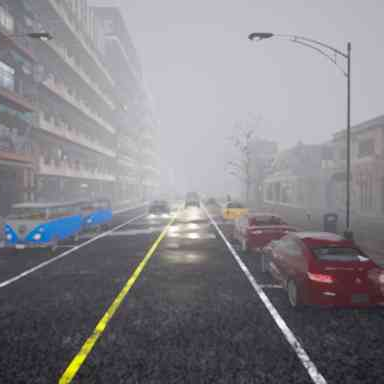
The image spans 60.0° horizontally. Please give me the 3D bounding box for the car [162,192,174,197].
[{"bbox_3d":[-5.665,0.975,70.071,2.192,1.841,5.009,0,0,0],"label":"car"}]

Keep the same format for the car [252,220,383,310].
[{"bbox_3d":[2.690,1.539,7.402,1.802,1.307,4.206,0,0,0],"label":"car"}]

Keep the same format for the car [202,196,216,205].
[{"bbox_3d":[2.710,1.296,52.976,1.947,1.339,4.313,0,0,0],"label":"car"}]

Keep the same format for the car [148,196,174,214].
[{"bbox_3d":[-3.082,1.390,32.217,1.994,1.385,4.181,0,0,0],"label":"car"}]

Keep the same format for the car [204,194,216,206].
[{"bbox_3d":[2.707,1.337,47.279,1.802,1.307,4.206,0,0,0],"label":"car"}]

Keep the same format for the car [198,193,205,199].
[{"bbox_3d":[2.726,1.123,92.850,1.887,1.381,4.507,0,0,0],"label":"car"}]

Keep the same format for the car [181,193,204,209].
[{"bbox_3d":[0.057,1.273,41.652,2.128,1.511,4.902,0,0,1],"label":"car"}]

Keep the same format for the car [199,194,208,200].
[{"bbox_3d":[2.722,1.168,81.458,2.008,1.369,4.403,0,0,0],"label":"car"}]

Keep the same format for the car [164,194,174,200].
[{"bbox_3d":[-5.659,1.168,81.467,2.008,1.369,4.403,0,0,0],"label":"car"}]

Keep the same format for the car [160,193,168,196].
[{"bbox_3d":[-5.669,1.288,58.679,1.802,1.307,4.206,0,0,0],"label":"car"}]

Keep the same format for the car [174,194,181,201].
[{"bbox_3d":[-2.968,1.196,72.843,1.994,1.385,4.181,0,0,0],"label":"car"}]

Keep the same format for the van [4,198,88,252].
[{"bbox_3d":[-5.689,1.267,13.105,1.690,1.788,3.998,0,0,0],"label":"van"}]

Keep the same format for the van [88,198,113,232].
[{"bbox_3d":[-5.686,1.237,18.801,1.690,1.788,3.998,0,0,0],"label":"van"}]

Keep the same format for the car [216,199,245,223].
[{"bbox_3d":[3.010,1.323,24.298,1.801,1.575,5.366,0,0,0],"label":"car"}]

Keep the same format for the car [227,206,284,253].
[{"bbox_3d":[2.693,1.471,13.099,1.887,1.381,4.507,0,0,0],"label":"car"}]

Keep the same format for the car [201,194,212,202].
[{"bbox_3d":[2.713,1.123,64.368,1.967,1.590,4.097,0,0,0],"label":"car"}]

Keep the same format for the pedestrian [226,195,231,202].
[{"bbox_3d":[3.012,1.145,27.286,0.375,1.860,0.375,0,1,0],"label":"pedestrian"}]

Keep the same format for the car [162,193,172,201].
[{"bbox_3d":[-5.662,1.078,75.769,1.967,1.590,4.097,0,0,0],"label":"car"}]
